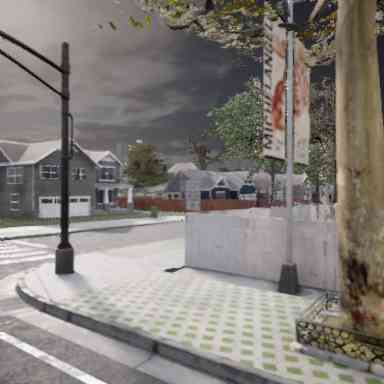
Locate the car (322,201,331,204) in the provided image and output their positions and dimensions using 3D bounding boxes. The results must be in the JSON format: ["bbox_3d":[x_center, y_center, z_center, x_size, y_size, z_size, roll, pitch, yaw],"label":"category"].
[{"bbox_3d":[20.740,2.231,51.843,1.837,1.490,4.892,0,0,34],"label":"car"}]

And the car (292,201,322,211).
[{"bbox_3d":[15.055,2.207,43.412,1.895,1.301,4.718,0,0,35],"label":"car"}]
